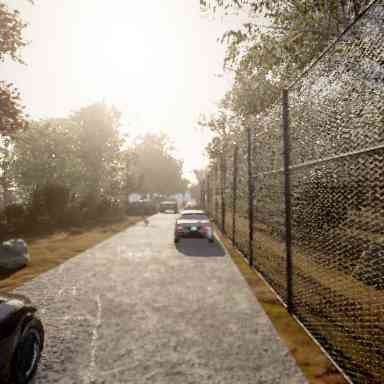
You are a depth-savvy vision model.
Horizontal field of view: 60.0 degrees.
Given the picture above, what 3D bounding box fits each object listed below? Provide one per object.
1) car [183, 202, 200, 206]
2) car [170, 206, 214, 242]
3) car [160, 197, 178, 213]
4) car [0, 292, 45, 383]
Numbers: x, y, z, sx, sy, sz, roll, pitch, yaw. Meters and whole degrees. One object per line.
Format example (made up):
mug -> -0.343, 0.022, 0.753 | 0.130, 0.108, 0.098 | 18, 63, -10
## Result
car -> -0.019, 1.898, 38.221 | 1.812, 1.442, 4.674 | 0, -1, 0
car -> 0.075, 1.619, 16.643 | 2.033, 1.411, 5.357 | 0, -1, 0
car -> -2.992, 1.718, 44.178 | 2.150, 2.045, 5.566 | 0, -1, 0
car -> -2.855, 1.566, 2.521 | 1.994, 1.385, 4.181 | 0, 0, 0
